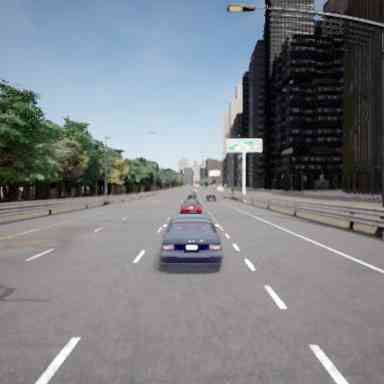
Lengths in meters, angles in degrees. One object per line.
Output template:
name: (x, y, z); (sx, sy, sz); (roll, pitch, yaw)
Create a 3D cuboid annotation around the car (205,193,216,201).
car: (3.644, 0.985, 64.422); (1.837, 1.490, 4.892); (0, 0, 0)

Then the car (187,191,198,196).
car: (0.052, 0.979, 65.723); (1.837, 1.490, 4.892); (0, 1, 0)

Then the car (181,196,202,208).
car: (-0.060, 1.353, 31.197); (1.994, 1.385, 4.181); (0, 0, 0)

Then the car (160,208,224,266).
car: (-0.019, 1.475, 11.175); (2.033, 1.411, 5.357); (0, 0, 0)
